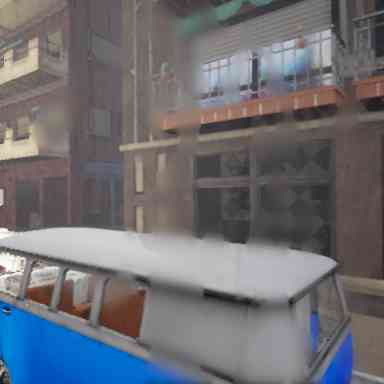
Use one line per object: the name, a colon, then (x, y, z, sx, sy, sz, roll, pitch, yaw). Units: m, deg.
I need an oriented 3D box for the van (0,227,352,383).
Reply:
van: (-0.578, 1.330, 3.265, 3.998, 1.788, 1.690, 0, -1, 36)
